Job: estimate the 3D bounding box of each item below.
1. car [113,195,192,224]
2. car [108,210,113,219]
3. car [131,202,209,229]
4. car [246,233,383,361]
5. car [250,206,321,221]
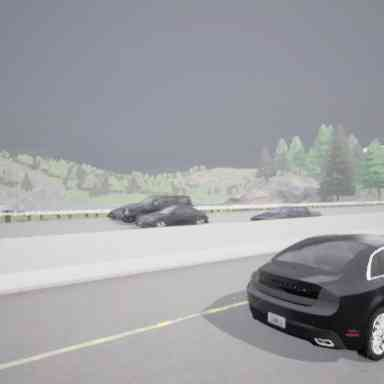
[{"bbox_3d":[-2.390,1.241,23.763,5.566,2.045,2.150,0,0,-35],"label":"car"},{"bbox_3d":[-4.490,1.584,26.561,4.181,1.385,1.994,0,0,-35],"label":"car"},{"bbox_3d":[-1.070,1.545,20.400,4.674,1.442,1.812,0,0,-36],"label":"car"},{"bbox_3d":[3.135,1.516,5.982,4.892,1.490,1.837,0,0,-35],"label":"car"},{"bbox_3d":[6.107,1.580,21.182,5.357,1.411,2.033,0,0,-35],"label":"car"}]
